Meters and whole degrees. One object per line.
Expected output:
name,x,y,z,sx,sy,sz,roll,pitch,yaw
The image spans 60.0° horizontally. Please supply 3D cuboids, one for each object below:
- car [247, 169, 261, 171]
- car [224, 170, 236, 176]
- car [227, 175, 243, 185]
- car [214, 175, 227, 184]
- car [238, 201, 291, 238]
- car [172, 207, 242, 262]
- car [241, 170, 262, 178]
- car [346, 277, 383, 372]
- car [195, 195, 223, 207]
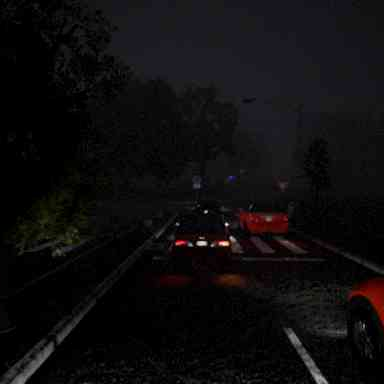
car,16.264,-4.775,92.619,4.553,1.767,2.185,1,6,11
car,9.232,-3.564,79.004,2.150,2.045,5.566,0,6,5
car,8.979,-2.184,68.849,1.895,1.301,4.718,0,5,-1
car,5.950,-2.478,71.493,1.994,1.385,4.181,0,6,2
car,3.573,1.240,17.247,2.097,1.767,4.553,0,1,2
car,0.351,1.466,11.798,2.033,1.411,5.357,0,0,2
car,15.683,-4.380,89.952,4.892,1.521,2.231,1,6,11
car,3.173,1.335,2.764,2.097,1.767,4.553,0,0,0
car,1.394,1.043,26.986,1.837,1.490,4.892,0,4,8
